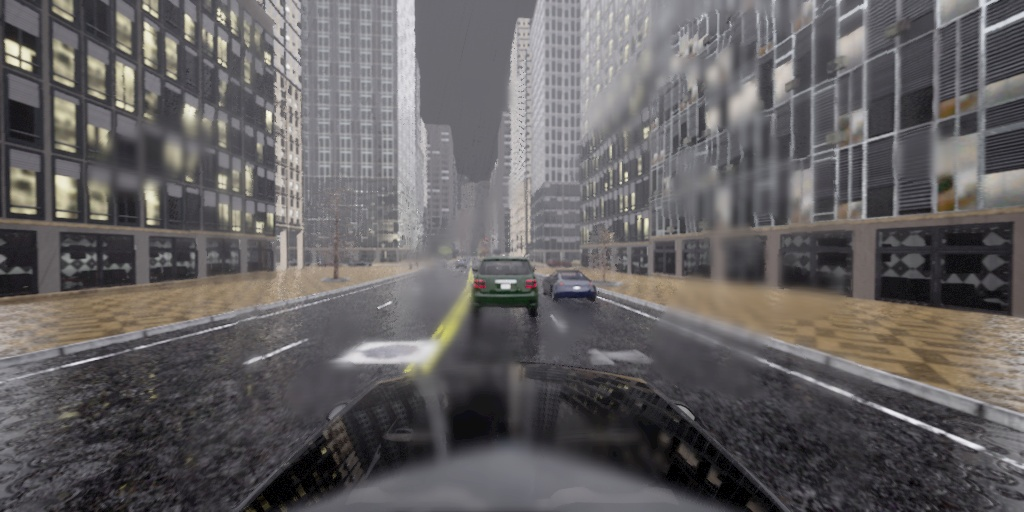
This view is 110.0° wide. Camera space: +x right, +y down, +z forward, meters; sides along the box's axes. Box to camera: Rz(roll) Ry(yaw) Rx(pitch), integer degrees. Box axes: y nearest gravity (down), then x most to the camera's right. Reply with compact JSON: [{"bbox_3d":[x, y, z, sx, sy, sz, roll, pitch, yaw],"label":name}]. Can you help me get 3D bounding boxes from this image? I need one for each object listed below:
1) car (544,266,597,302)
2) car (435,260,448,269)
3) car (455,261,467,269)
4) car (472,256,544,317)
[{"bbox_3d":[2.679,1.363,17.572,1.994,1.385,4.181,0,0,-4],"label":"car"},{"bbox_3d":[-11.771,1.436,59.879,2.128,1.511,4.902,0,0,-6],"label":"car"},{"bbox_3d":[-8.645,1.487,61.302,2.033,1.411,5.357,0,0,-6],"label":"car"},{"bbox_3d":[-0.304,1.014,13.554,2.150,2.045,5.566,0,0,-3],"label":"car"}]
